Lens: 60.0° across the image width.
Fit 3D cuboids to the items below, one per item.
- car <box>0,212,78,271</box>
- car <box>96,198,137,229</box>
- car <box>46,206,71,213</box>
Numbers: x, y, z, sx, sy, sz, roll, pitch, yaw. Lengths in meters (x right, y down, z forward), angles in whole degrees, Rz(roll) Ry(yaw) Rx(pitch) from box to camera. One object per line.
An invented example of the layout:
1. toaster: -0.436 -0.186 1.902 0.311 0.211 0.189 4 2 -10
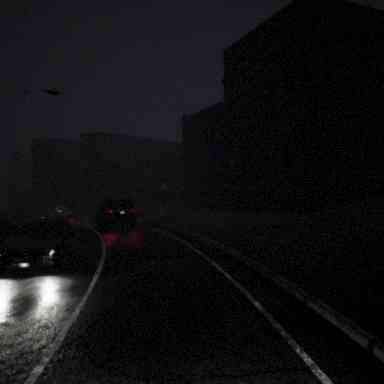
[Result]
1. car: -5.212 1.673 11.781 2.033 1.411 5.357 -1 -1 -13
2. car: -5.592 1.496 24.112 2.150 2.045 5.566 -2 0 -24
3. car: -16.003 2.365 39.906 1.812 1.442 4.674 -3 0 -42
